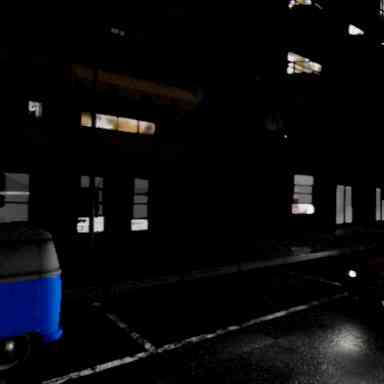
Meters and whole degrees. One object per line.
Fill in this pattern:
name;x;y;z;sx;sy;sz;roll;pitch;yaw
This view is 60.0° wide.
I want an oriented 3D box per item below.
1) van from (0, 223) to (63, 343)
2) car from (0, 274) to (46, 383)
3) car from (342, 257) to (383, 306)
van;-3.645;1.323;3.961;3.998;1.788;1.690;1;1;-35
car;-3.460;1.517;0.937;5.357;1.411;2.033;1;0;-34
car;5.255;1.683;7.064;4.718;1.301;1.895;1;0;-35
